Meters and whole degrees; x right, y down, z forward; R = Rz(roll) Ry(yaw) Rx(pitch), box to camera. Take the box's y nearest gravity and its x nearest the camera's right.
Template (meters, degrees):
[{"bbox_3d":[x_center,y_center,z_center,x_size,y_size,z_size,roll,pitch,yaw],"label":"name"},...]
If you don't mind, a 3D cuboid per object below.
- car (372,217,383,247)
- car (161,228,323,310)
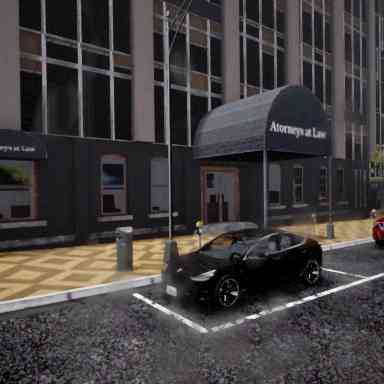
[{"bbox_3d":[9.615,1.310,14.030,5.009,1.841,2.192,0,-1,-37],"label":"car"},{"bbox_3d":[1.342,1.564,7.824,4.313,1.339,1.947,0,-1,-37],"label":"car"}]
